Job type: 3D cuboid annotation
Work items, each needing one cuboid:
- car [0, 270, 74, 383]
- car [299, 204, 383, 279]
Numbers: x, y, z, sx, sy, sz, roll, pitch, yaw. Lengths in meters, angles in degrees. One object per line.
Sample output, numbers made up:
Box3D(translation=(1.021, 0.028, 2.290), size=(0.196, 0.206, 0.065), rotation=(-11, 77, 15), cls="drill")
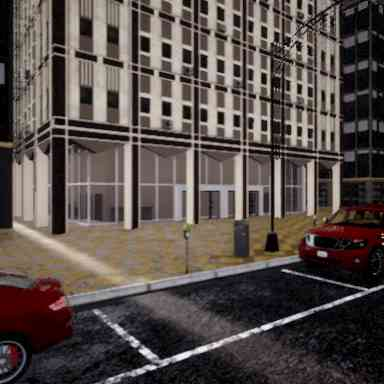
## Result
Box3D(translation=(-3.547, 1.583, 3.747), size=(4.206, 1.307, 1.802), rotation=(0, 0, -36), cls="car")
Box3D(translation=(5.465, 1.315, 10.217), size=(5.009, 1.841, 2.192), rotation=(0, 0, -36), cls="car")
